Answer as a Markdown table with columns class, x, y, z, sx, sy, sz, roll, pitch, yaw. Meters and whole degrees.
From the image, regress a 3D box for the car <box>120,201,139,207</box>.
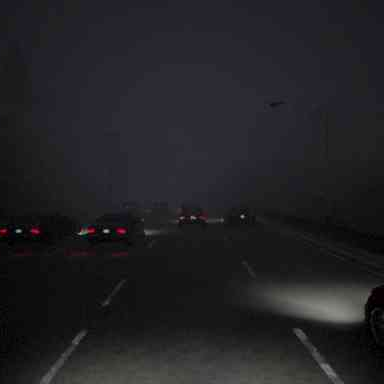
| class | x | y | z | sx | sy | sz | roll | pitch | yaw |
| --- | --- | --- | --- | --- | --- | --- | --- | --- | --- |
| car | -7.231 | 1.780 | 38.778 | 2.033 | 1.411 | 5.357 | 0 | 0 | -3 |

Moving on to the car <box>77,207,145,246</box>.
| class | x | y | z | sx | sy | sz | roll | pitch | yaw |
| --- | --- | --- | --- | --- | --- | --- | --- | --- | --- |
| car | -3.459 | 1.643 | 15.854 | 2.033 | 1.411 | 5.357 | 0 | 0 | 0 |

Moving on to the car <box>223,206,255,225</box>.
| class | x | y | z | sx | sy | sz | roll | pitch | yaw |
| --- | --- | --- | --- | --- | --- | --- | --- | --- | --- |
| car | 3.503 | 1.711 | 25.151 | 1.994 | 1.385 | 4.181 | 0 | 0 | 0 |

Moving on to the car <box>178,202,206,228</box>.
| class | x | y | z | sx | sy | sz | roll | pitch | yaw |
| --- | --- | --- | --- | --- | --- | --- | --- | --- | --- |
| car | 0.010 | 1.686 | 23.345 | 2.033 | 1.411 | 5.357 | 0 | 0 | 0 |

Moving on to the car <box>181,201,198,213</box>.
| class | x | y | z | sx | sy | sz | roll | pitch | yaw |
| --- | --- | --- | --- | --- | --- | --- | --- | --- | --- |
| car | -0.402 | 1.846 | 41.573 | 1.895 | 1.301 | 4.718 | 0 | 0 | -3 |

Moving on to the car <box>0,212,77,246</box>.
| class | x | y | z | sx | sy | sz | roll | pitch | yaw |
| --- | --- | --- | --- | --- | --- | --- | --- | --- | --- |
| car | -6.960 | 1.645 | 15.864 | 2.033 | 1.411 | 5.357 | 0 | 0 | 0 |

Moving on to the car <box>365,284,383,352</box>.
| class | x | y | z | sx | sy | sz | roll | pitch | yaw |
| --- | --- | --- | --- | --- | --- | --- | --- | --- | --- |
| car | 3.581 | 1.544 | 3.208 | 1.812 | 1.442 | 4.674 | 0 | 0 | 0 |

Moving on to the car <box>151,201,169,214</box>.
| class | x | y | z | sx | sy | sz | roll | pitch | yaw |
| --- | --- | --- | --- | --- | --- | --- | --- | --- | --- |
| car | -3.726 | 1.778 | 38.792 | 2.033 | 1.411 | 5.357 | 0 | 0 | -3 |
